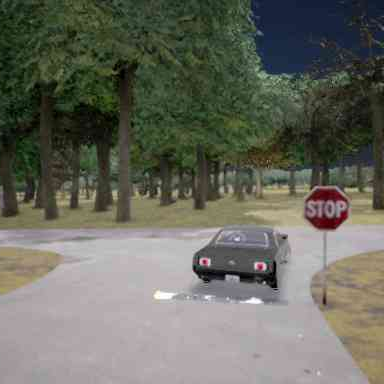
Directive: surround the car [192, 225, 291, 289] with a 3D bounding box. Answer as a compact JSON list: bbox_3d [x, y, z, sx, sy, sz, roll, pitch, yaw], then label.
[{"bbox_3d":[1.639,1.581,9.258,1.895,1.301,4.718,0,0,20],"label":"car"}]
